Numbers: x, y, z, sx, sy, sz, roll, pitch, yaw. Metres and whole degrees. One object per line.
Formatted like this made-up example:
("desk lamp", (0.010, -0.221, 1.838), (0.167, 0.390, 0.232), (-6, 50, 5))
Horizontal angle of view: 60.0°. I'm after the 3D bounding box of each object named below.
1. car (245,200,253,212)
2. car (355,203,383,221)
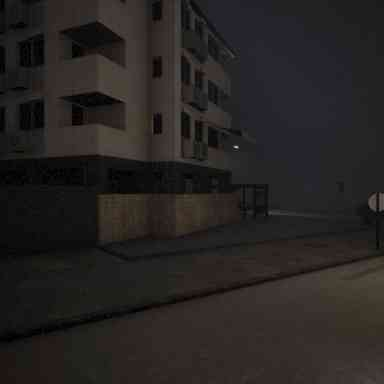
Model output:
("car", (5.741, 1.564, 37.764), (1.994, 1.385, 4.181), (0, 0, -35))
("car", (14.768, 1.505, 24.847), (1.837, 1.490, 4.892), (1, 0, -32))
